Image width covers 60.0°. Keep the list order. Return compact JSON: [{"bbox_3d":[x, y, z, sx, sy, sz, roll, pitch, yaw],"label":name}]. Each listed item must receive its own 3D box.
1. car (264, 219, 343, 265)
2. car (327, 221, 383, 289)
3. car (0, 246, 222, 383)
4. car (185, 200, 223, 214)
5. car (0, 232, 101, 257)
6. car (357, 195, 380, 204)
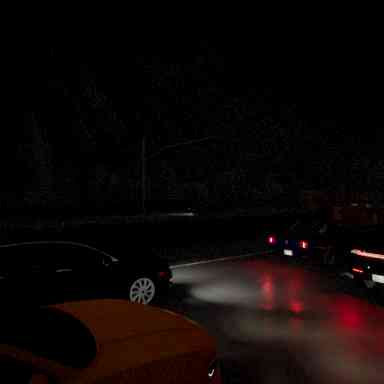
[{"bbox_3d":[4.787,1.591,11.626,4.718,1.301,1.895,0,0,-36],"label":"car"},{"bbox_3d":[5.646,1.483,7.920,4.902,1.511,2.128,0,0,-36],"label":"car"},{"bbox_3d":[-2.002,1.477,2.296,5.008,1.535,1.882,0,0,-36],"label":"car"},{"bbox_3d":[1.340,1.526,35.397,4.181,1.385,1.994,0,0,-36],"label":"car"},{"bbox_3d":[-2.653,1.505,6.152,4.892,1.490,1.837,0,0,-36],"label":"car"},{"bbox_3d":[30.115,1.246,56.616,5.008,1.535,1.882,0,0,-36],"label":"car"}]
